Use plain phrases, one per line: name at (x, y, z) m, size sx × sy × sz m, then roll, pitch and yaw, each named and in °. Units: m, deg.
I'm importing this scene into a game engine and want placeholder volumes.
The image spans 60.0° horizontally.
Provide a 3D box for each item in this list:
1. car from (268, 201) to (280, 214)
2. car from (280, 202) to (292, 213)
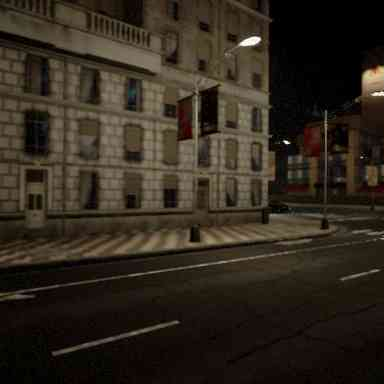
car at (7.725, 1.910, 40.836) m, size 2.033 × 1.411 × 5.357 m, roll 1°, pitch -1°, yaw -36°
car at (10.620, 1.896, 42.810) m, size 2.128 × 1.511 × 4.902 m, roll 1°, pitch 0°, yaw -36°
